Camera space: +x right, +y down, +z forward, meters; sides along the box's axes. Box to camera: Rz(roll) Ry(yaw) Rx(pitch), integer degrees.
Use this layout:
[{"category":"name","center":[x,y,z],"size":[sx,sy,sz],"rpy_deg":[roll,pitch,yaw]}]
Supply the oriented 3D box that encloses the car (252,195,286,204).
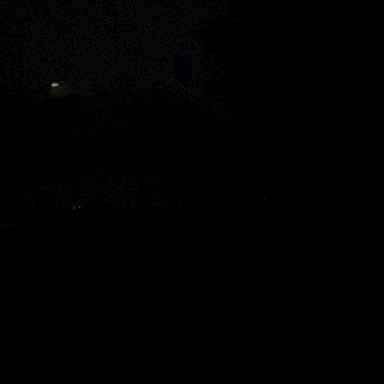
[{"category":"car","center":[12.255,1.167,52.781],"size":[2.033,1.411,5.357],"rpy_deg":[-5,-2,41]}]

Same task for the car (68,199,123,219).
[{"category":"car","center":[-8.231,1.347,28.659],"size":[2.097,1.767,4.553],"rpy_deg":[-5,-2,40]}]

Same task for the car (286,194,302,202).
[{"category":"car","center":[18.289,1.031,60.002],"size":[1.994,1.385,4.181],"rpy_deg":[-5,-2,40]}]
